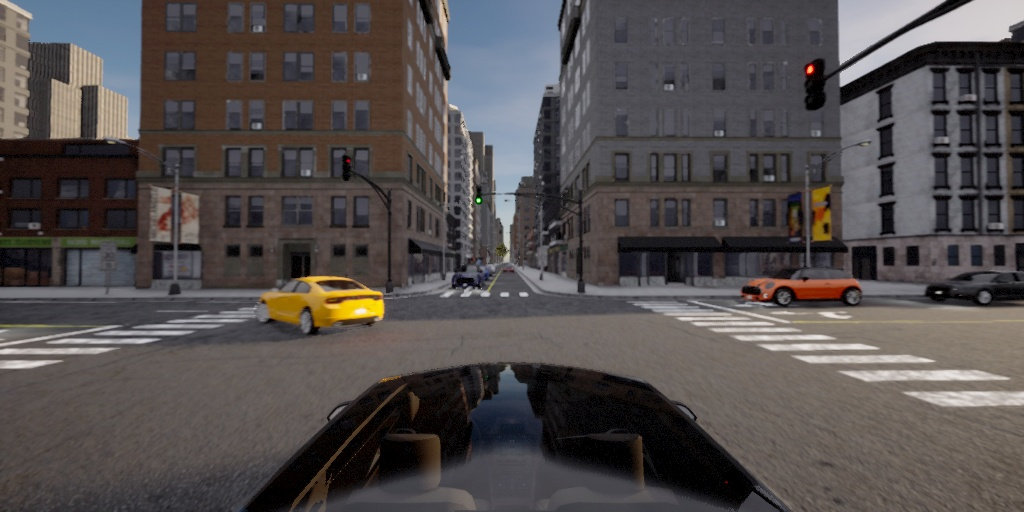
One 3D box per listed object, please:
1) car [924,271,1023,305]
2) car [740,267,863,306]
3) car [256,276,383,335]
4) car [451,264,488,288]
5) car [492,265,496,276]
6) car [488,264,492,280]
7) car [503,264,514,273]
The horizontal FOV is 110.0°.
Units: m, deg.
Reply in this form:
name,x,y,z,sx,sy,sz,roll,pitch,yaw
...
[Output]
name,x,y,z,sx,sy,sz,roll,pitch,yaw
car,22.158,1.434,16.640,4.892,1.490,1.837,0,-1,-1
car,13.132,1.303,16.518,4.553,1.767,2.097,0,-1,-1
car,-6.058,1.372,11.154,5.008,1.535,1.882,-1,-2,37
car,-3.254,1.470,27.430,2.097,1.767,4.553,0,-1,1
car,-3.427,1.928,46.386,2.033,1.411,5.357,0,-1,0
car,-3.327,1.721,36.536,1.882,1.535,5.008,0,-1,0
car,-0.598,2.179,60.506,1.895,1.301,4.718,0,-1,-1
